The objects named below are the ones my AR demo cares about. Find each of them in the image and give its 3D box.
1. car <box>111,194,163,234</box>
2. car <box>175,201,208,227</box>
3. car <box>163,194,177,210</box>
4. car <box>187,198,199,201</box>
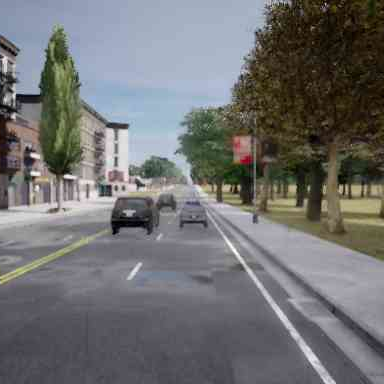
[{"bbox_3d":[-3.151,1.227,19.276,2.150,2.045,5.566,0,0,0],"label":"car"},{"bbox_3d":[0.109,1.555,22.764,2.033,1.411,5.357,0,0,0],"label":"car"},{"bbox_3d":[-3.136,1.238,42.513,2.150,2.045,5.566,0,0,0],"label":"car"},{"bbox_3d":[0.114,1.495,42.563,1.882,1.535,5.008,0,0,0],"label":"car"}]
